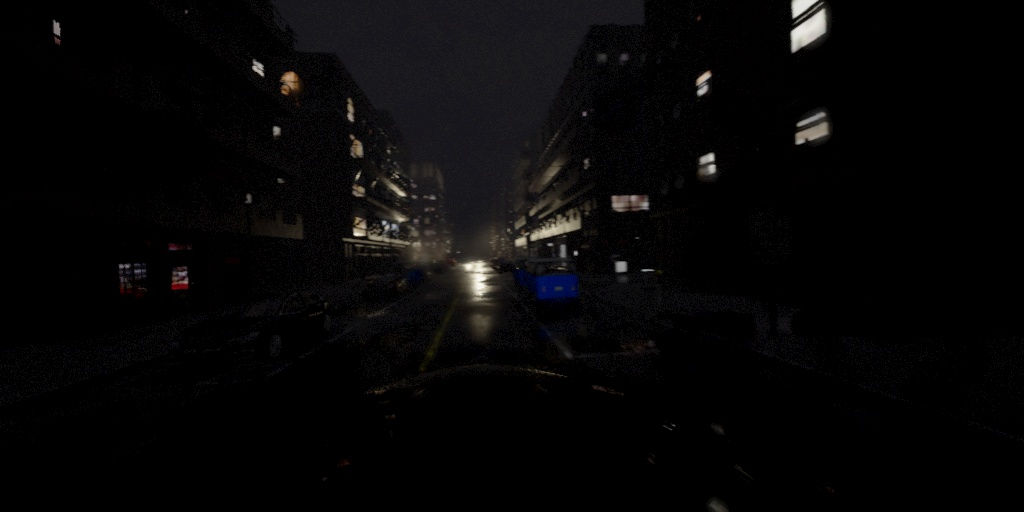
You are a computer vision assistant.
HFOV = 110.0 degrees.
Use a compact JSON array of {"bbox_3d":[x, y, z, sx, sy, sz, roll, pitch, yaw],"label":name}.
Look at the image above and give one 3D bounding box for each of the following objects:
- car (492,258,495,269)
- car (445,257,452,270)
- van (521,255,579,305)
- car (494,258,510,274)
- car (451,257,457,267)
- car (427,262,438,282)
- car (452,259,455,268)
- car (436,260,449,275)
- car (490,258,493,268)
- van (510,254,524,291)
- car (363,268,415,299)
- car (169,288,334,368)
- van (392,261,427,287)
[{"bbox_3d":[-1.071,1.139,42.762,1.802,1.307,4.207,0,0,-5],"label":"car"},{"bbox_3d":[-9.434,1.327,47.593,1.967,1.591,4.097,0,0,-5],"label":"car"},{"bbox_3d":[1.554,0.951,14.914,1.690,1.789,3.998,0,0,-5],"label":"van"},{"bbox_3d":[-0.546,1.113,37.192,1.888,1.381,4.507,0,0,-5],"label":"car"},{"bbox_3d":[-11.010,1.166,64.302,2.192,1.841,5.009,0,0,-5],"label":"car"},{"bbox_3d":[-7.859,1.472,30.884,2.007,1.370,4.403,0,0,-5],"label":"car"},{"bbox_3d":[-9.959,1.458,53.163,1.802,1.307,4.207,0,0,-5],"label":"car"},{"bbox_3d":[-8.909,1.465,42.024,1.948,1.339,4.313,0,0,-5],"label":"car"},{"bbox_3d":[-1.596,0.985,48.331,1.967,1.591,4.097,0,0,-5],"label":"car"},{"bbox_3d":[1.029,0.941,20.483,1.690,1.789,3.998,0,0,-5],"label":"van"},{"bbox_3d":[-6.809,1.525,19.745,1.802,1.307,4.207,0,0,-5],"label":"car"},{"bbox_3d":[-5.759,1.514,8.606,2.007,1.370,4.403,0,0,-5],"label":"car"},{"bbox_3d":[-7.334,1.273,25.315,1.690,1.789,3.998,0,0,-5],"label":"van"}]
